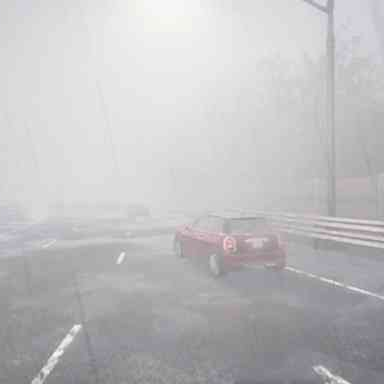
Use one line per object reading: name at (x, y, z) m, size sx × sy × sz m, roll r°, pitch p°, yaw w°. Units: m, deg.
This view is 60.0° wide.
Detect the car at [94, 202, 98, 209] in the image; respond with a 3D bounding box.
car at (-14.398, 1.964, 54.118) m, size 1.882 × 1.535 × 5.008 m, roll 0°, pitch -1°, yaw -32°

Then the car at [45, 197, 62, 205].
car at (-32.512, 2.083, 78.111) m, size 4.553 × 1.767 × 2.097 m, roll -1°, pitch -1°, yaw 45°

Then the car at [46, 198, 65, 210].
car at (-20.822, 1.967, 51.029) m, size 2.128 × 1.511 × 4.902 m, roll 0°, pitch -1°, yaw -31°

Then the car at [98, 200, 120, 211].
car at (-12.086, 1.991, 49.483) m, size 2.033 × 1.411 × 5.357 m, roll 0°, pitch 0°, yaw -24°

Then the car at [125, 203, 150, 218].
car at (-5.562, 1.841, 33.446) m, size 2.033 × 1.411 × 5.357 m, roll 0°, pitch 0°, yaw -19°

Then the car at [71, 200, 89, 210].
car at (-17.781, 2.030, 52.762) m, size 2.033 × 1.411 × 5.357 m, roll 0°, pitch -1°, yaw -31°

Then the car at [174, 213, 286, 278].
car at (0.978, 1.440, 10.784) m, size 2.097 × 1.767 × 4.553 m, roll 0°, pitch -1°, yaw -21°
